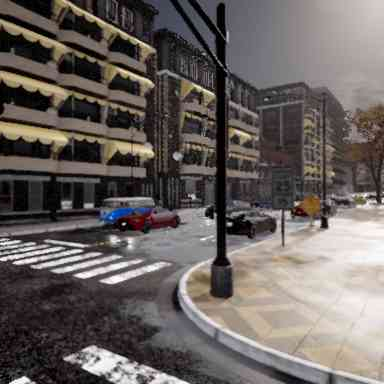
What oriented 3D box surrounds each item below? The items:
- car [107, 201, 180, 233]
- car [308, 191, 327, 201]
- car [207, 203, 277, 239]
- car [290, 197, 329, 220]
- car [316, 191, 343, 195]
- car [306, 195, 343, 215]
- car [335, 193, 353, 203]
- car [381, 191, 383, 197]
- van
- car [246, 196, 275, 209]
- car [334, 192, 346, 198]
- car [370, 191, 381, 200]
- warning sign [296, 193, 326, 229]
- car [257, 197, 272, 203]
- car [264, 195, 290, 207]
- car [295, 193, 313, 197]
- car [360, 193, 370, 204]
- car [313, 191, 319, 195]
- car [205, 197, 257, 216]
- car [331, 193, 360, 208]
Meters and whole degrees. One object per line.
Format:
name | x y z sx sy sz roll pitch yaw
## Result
car | -2.514 1.489 19.258 1.994 1.385 4.181 0 1 34
car | 23.874 0.690 63.039 2.192 1.841 5.009 1 1 34
car | 2.818 1.472 16.789 1.947 1.339 4.313 1 1 34
car | 9.040 1.328 26.026 1.887 1.381 4.507 1 1 34
car | 19.043 1.042 45.531 2.128 1.511 4.902 0 1 34
car | 12.152 1.273 30.645 2.008 1.369 4.403 1 1 34
car | 24.846 0.944 54.152 1.837 1.490 4.892 0 1 34
car | 37.045 0.795 67.596 2.008 1.369 4.403 1 1 34
van | -4.131 1.260 21.468 1.690 1.788 3.998 1 1 34
car | 8.314 1.240 39.948 1.947 1.339 4.313 1 1 34
car | 36.318 0.684 81.518 1.887 1.381 4.507 1 1 34
car | 33.934 0.854 62.979 2.008 1.369 4.403 1 1 34
warning sign | 6.417 0.986 17.925 1.300 1.860 1.060 -1 -1 34
car | 8.868 1.227 36.133 1.812 1.442 4.674 0 1 34
car | 11.426 1.165 44.566 2.008 1.369 4.403 1 1 34
car | 17.649 1.060 53.805 1.947 1.339 4.313 1 1 34
car | 24.694 1.005 49.262 1.752 1.417 4.829 1 1 34
car | 20.666 0.962 58.282 1.752 1.417 4.829 1 1 34
car | 3.197 1.360 27.733 2.033 1.411 5.357 0 1 33
car | 18.375 1.152 39.883 2.008 1.369 4.403 1 1 34
